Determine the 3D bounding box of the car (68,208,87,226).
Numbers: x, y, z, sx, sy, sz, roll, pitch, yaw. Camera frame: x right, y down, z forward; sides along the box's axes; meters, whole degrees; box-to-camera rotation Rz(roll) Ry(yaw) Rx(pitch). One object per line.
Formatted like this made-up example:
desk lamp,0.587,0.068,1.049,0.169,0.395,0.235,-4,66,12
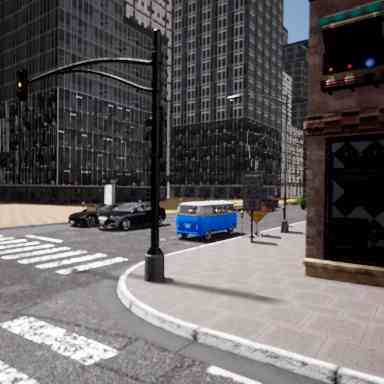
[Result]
car,-5.963,1.460,21.855,1.947,1.339,4.313,1,1,35

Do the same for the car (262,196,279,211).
car,7.787,1.423,36.708,1.812,1.442,4.674,1,1,36

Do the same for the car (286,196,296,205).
car,16.387,1.356,53.275,1.752,1.417,4.829,1,1,35

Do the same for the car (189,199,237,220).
car,1.893,1.420,28.428,1.837,1.490,4.892,1,1,36

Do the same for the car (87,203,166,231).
car,-3.626,1.425,20.672,2.128,1.511,4.902,1,1,35

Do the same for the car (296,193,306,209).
car,15.452,1.154,42.070,2.150,2.045,5.566,1,1,36

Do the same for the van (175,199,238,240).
van,0.868,1.364,16.995,1.690,1.788,3.998,1,1,35

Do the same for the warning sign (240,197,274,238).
warning sign,3.150,1.174,16.101,1.300,1.860,1.060,1,1,35

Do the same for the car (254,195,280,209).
car,10.072,1.286,44.395,1.967,1.590,4.097,1,1,35
